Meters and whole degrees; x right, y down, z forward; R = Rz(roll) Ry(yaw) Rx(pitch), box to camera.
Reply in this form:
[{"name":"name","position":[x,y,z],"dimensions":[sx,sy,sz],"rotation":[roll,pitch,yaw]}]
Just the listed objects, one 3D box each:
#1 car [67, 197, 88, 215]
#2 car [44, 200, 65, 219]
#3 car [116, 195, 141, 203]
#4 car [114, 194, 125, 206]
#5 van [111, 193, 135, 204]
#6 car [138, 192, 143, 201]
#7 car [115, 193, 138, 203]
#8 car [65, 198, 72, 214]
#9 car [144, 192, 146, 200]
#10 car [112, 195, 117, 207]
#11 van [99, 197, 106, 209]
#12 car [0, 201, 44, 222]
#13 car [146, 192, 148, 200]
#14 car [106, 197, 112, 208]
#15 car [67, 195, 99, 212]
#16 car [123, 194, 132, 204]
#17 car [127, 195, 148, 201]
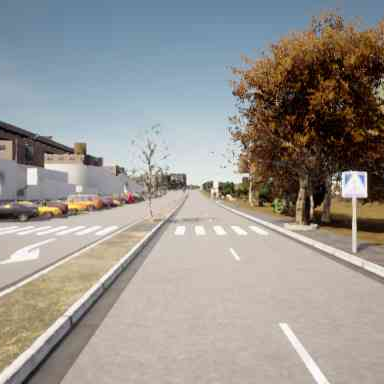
[{"name":"car","position":[-13.708,1.555,33.755],"dimensions":[5.366,1.575,1.946],"rotation":[-1,-1,-20]},{"name":"car","position":[-13.712,1.512,27.789],"dimensions":[5.366,1.575,1.946],"rotation":[-1,-1,-20]},{"name":"car","position":[-13.851,1.511,72.486],"dimensions":[4.892,1.521,2.231],"rotation":[-1,1,-20]},{"name":"car","position":[-13.698,1.618,51.666],"dimensions":[5.366,1.575,1.946],"rotation":[-1,0,-20]},{"name":"van","position":[-13.756,1.327,66.563],"dimensions":[4.442,1.987,1.878],"rotation":[-1,0,-20]},{"name":"car","position":[-13.838,1.281,69.516],"dimensions":[5.566,2.045,2.435],"rotation":[-1,0,-20]},{"name":"car","position":[-13.892,1.326,63.520],"dimensions":[5.566,2.045,2.435],"rotation":[-1,1,-20]},{"name":"car","position":[-13.909,1.568,30.693],"dimensions":[4.792,1.488,2.163],"rotation":[-1,0,-20]},{"name":"car","position":[-13.826,1.338,78.460],"dimensions":[4.553,1.767,2.185],"rotation":[-1,1,-20]},{"name":"car","position":[-13.898,1.657,48.597],"dimensions":[4.792,1.488,2.163],"rotation":[-1,0,-20]},{"name":"van","position":[-13.771,1.386,42.693],"dimensions":[4.442,1.987,1.878],"rotation":[-1,-1,-20]},{"name":"car","position":[-13.882,1.539,24.740],"dimensions":[4.674,1.452,2.002],"rotation":[-1,0,-20]},{"name":"car","position":[-13.847,1.482,81.433],"dimensions":[4.674,1.452,2.002],"rotation":[-1,1,-20]},{"name":"car","position":[-13.869,1.660,45.624],"dimensions":[4.674,1.452,2.002],"rotation":[-1,0,-20]},{"name":"car","position":[-13.850,1.472,39.665],"dimensions":[4.553,1.767,2.185],"rotation":[-1,0,-20]},{"name":"car","position":[-13.861,1.633,60.551],"dimensions":[4.674,1.452,2.002],"rotation":[-1,1,-20]},{"name":"car","position":[-13.824,1.448,84.452],"dimensions":[4.792,1.488,2.163],"rotation":[-1,0,-20]}]
